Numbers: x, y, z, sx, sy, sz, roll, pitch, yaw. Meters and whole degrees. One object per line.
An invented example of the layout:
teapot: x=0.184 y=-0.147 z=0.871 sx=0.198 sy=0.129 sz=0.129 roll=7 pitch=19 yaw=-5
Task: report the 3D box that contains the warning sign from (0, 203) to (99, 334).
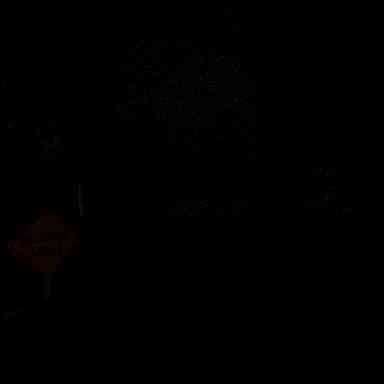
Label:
warning sign: x=-2.487 y=1.142 z=5.690 sx=1.060 sy=1.860 sz=1.300 roll=-1 pitch=0 yaw=35
